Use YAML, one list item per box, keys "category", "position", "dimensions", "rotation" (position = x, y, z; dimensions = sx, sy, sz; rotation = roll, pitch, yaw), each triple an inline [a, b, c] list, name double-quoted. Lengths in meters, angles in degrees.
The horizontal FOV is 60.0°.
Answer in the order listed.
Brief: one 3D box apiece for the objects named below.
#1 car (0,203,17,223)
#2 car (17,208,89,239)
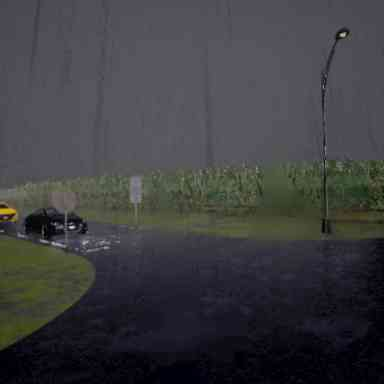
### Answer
- category: "car"
  position: [-14.465, 1.512, 24.494]
  dimensions: [1.882, 1.535, 5.008]
  rotation: [-2, 1, -45]
- category: "car"
  position: [-7.058, 1.501, 17.084]
  dimensions: [4.181, 1.385, 1.994]
  rotation: [-1, 1, 45]
